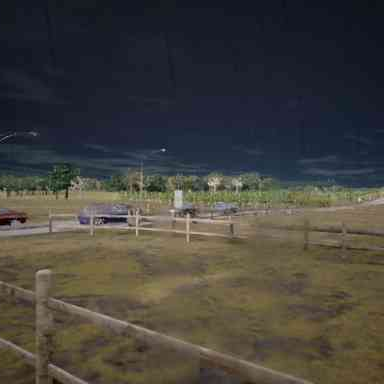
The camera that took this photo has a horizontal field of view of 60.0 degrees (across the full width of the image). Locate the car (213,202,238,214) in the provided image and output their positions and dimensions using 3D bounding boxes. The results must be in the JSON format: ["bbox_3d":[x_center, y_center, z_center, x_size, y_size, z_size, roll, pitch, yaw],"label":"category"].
[{"bbox_3d":[4.837,2.309,48.654,2.097,1.767,4.553,1,-1,36],"label":"car"}]

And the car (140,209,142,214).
[{"bbox_3d":[-6.944,1.957,32.030,1.837,1.490,4.892,1,-1,35],"label":"car"}]

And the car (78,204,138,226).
[{"bbox_3d":[-6.828,1.761,27.110,2.097,1.767,4.553,1,-1,35],"label":"car"}]

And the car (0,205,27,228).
[{"bbox_3d":[-13.882,1.675,22.446,1.882,1.535,5.008,1,-1,38],"label":"car"}]

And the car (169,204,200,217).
[{"bbox_3d":[-0.938,2.190,40.539,2.128,1.511,4.902,1,-1,35],"label":"car"}]
